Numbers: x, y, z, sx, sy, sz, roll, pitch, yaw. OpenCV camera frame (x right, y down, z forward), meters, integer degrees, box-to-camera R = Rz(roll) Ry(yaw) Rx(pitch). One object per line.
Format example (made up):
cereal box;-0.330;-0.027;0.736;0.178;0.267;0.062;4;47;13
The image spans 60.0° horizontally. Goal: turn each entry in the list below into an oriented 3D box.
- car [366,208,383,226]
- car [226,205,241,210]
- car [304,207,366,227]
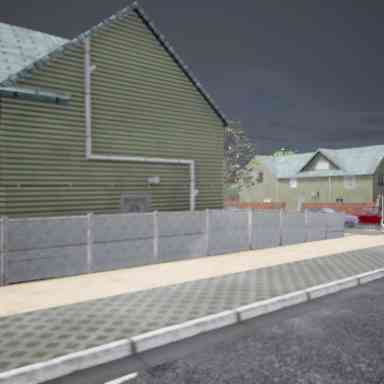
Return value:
car;13.427;1.854;24.993;1.895;1.301;4.718;-1;-1;-37
car;3.789;2.064;33.067;1.882;1.535;5.008;-1;-1;-35
car;9.850;1.865;24.613;1.812;1.442;4.674;-1;-1;-36
